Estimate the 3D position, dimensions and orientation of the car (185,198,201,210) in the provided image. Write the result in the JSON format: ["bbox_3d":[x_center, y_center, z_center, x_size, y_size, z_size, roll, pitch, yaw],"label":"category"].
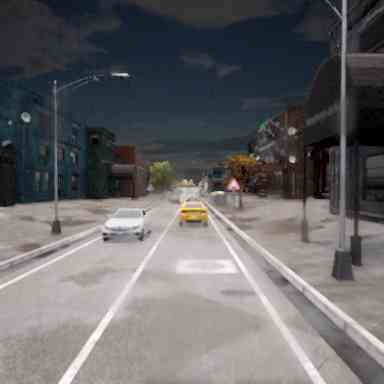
[{"bbox_3d":[0.106,1.425,41.947,1.994,1.385,4.181,0,0,0],"label":"car"}]

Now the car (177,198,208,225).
[{"bbox_3d":[0.105,1.432,23.569,1.882,1.535,5.008,0,0,0],"label":"car"}]

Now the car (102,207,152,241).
[{"bbox_3d":[-3.095,1.501,16.601,1.812,1.442,4.674,0,0,0],"label":"car"}]

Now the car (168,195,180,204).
[{"bbox_3d":[-3.040,1.309,57.068,1.812,1.442,4.674,0,0,1],"label":"car"}]
